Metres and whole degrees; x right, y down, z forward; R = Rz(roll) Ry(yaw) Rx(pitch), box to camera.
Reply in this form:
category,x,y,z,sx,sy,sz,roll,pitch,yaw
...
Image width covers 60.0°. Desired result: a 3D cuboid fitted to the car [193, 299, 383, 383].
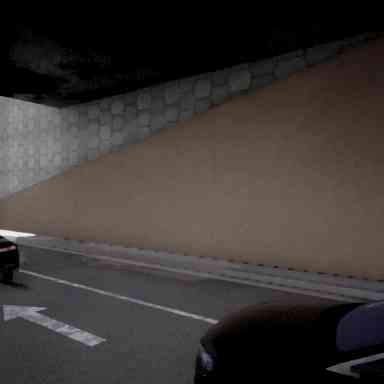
category,x,y,z,sx,sy,sz,roll,pitch,yaw
car,2.236,1.492,2.324,4.902,1.511,2.128,0,0,36

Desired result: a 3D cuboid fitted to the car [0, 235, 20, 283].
category,x,y,z,sx,sy,sz,roll,pitch,yaw
car,-6.310,1.492,8.450,4.902,1.511,2.128,0,0,35
